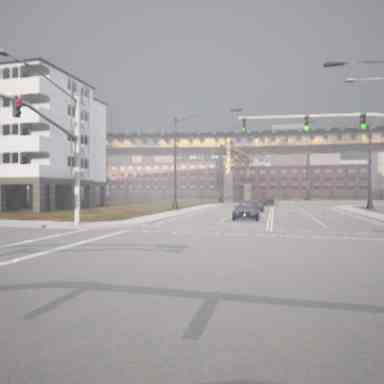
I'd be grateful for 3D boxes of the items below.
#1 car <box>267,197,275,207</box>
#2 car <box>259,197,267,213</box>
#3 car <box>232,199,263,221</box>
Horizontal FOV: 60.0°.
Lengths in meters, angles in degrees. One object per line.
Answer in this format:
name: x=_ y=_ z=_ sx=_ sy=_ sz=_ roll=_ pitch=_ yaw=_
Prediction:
car: x=11.104 y=1.425 z=50.511 sx=2.033 sy=1.411 sz=5.357 roll=0 pitch=0 yaw=29
car: x=6.834 y=1.480 z=36.372 sx=1.994 sy=1.385 sz=4.181 roll=0 pitch=0 yaw=14
car: x=4.368 y=1.509 z=26.548 sx=1.994 sy=1.385 sz=4.181 roll=0 pitch=0 yaw=14
